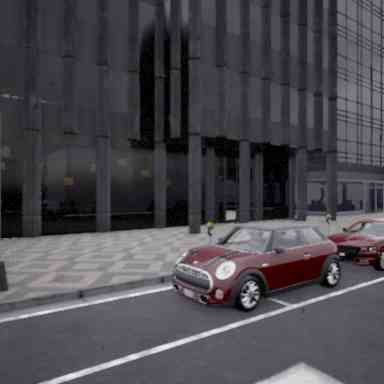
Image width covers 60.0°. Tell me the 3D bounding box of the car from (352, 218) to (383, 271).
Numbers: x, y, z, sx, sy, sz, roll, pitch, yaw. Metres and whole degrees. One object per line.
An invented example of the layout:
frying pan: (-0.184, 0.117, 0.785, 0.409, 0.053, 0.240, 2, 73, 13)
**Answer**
car: (6.152, 1.551, 10.915, 4.507, 1.381, 1.887, 0, 0, -35)

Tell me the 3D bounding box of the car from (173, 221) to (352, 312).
car: (1.560, 1.443, 7.642, 4.097, 1.590, 1.967, 0, 0, -35)
